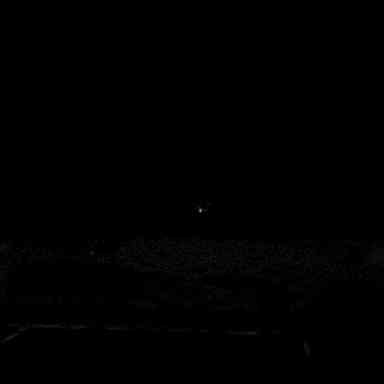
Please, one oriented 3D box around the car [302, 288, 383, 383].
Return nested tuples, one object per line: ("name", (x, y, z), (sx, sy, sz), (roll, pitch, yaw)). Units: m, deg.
("car", (3.601, 1.610, 3.964), (4.313, 1.339, 1.947), (0, -1, 5))
